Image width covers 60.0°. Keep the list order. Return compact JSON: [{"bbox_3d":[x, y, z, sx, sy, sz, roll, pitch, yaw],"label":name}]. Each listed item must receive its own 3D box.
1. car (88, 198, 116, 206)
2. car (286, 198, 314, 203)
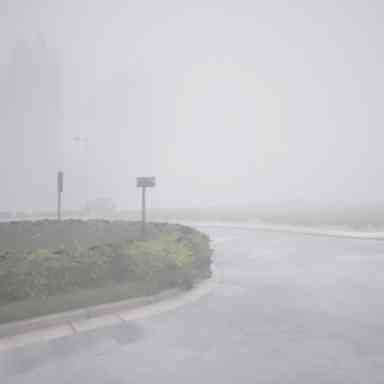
[{"bbox_3d":[-10.898,1.546,40.087,2.242,1.667,4.611,0,0,-36],"label":"car"},{"bbox_3d":[17.788,1.758,55.740,2.033,1.411,5.357,0,0,-35],"label":"car"}]
